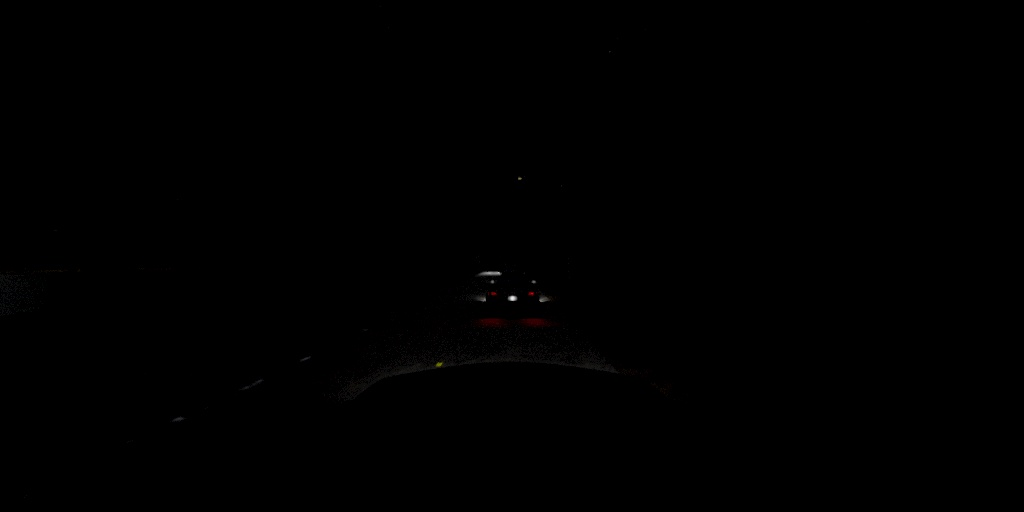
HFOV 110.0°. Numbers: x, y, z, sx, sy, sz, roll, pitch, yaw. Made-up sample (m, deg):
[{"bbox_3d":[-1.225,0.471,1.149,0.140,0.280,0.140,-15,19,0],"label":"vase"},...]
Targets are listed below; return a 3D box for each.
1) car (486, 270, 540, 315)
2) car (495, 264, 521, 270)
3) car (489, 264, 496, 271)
[{"bbox_3d":[0.045,1.446,14.346,1.994,1.385,4.181,0,0,1],"label":"car"},{"bbox_3d":[0.023,1.560,27.108,2.033,1.411,5.357,0,-1,1],"label":"car"},{"bbox_3d":[-2.782,1.921,58.662,1.895,1.301,4.718,0,-1,1],"label":"car"}]
